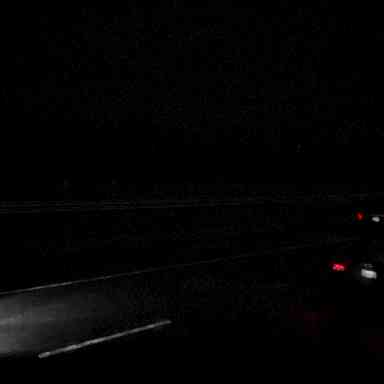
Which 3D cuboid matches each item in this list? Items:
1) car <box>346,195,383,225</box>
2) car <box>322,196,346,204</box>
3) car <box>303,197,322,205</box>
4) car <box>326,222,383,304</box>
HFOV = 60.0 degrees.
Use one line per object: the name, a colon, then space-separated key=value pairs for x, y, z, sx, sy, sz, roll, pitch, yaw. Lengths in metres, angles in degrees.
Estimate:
car: x=9.459 y=1.144 z=14.637 sx=5.566 sy=2.045 sz=2.150 roll=0 pitch=0 yaw=-35
car: x=17.073 y=1.193 z=36.968 sx=5.008 sy=1.535 sz=1.882 roll=-1 pitch=1 yaw=-34
car: x=15.223 y=1.271 z=39.935 sx=4.181 sy=1.385 sz=1.994 roll=-1 pitch=1 yaw=-34
car: x=5.243 y=1.517 z=7.437 sx=5.357 sy=1.411 sz=2.033 roll=0 pitch=0 yaw=-35
